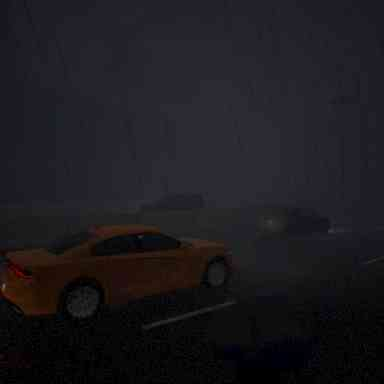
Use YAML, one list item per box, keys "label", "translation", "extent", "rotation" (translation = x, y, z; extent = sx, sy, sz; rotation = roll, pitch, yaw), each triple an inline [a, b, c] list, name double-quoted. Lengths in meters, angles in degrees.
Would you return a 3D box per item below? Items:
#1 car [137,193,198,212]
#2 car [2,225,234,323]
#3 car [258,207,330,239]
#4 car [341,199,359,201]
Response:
- label: "car"
  translation: [-1.406, 1.146, 25.291]
  extent: [5.566, 2.045, 2.150]
  rotation: [-1, 0, -40]
- label: "car"
  translation: [-1.279, 1.463, 7.297]
  extent: [5.008, 1.535, 1.882]
  rotation: [-1, 0, -37]
- label: "car"
  translation: [5.265, 1.469, 16.982]
  extent: [4.181, 1.385, 1.994]
  rotation: [-1, 0, -40]
- label: "car"
  translation: [26.664, 1.184, 55.320]
  extent: [1.994, 1.385, 4.181]
  rotation: [0, 0, 37]
